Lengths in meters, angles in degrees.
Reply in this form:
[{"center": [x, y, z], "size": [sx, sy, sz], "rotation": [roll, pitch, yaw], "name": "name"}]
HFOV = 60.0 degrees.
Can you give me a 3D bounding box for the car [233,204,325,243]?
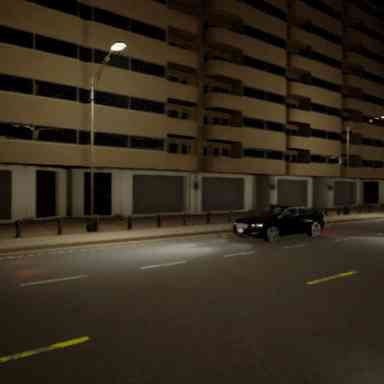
[{"center": [4.046, 1.333, 15.218], "size": [4.902, 1.511, 2.128], "rotation": [0, 1, -34], "name": "car"}]
